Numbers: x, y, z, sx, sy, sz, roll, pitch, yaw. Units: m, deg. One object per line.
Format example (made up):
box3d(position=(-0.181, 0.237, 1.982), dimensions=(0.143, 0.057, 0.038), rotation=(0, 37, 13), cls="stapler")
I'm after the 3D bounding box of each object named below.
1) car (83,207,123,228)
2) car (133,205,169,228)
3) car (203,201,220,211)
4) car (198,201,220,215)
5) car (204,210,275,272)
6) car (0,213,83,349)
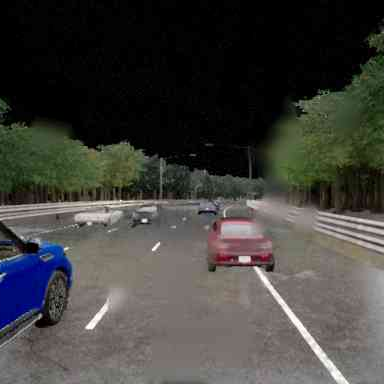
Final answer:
box3d(position=(-6.161, 1.637, 22.669), dimensions=(1.895, 1.301, 4.718), rotation=(0, 0, 3), cls="car")
box3d(position=(-2.685, 1.557, 22.105), dimensions=(1.812, 1.442, 4.674), rotation=(0, 0, 3), cls="car")
box3d(position=(2.749, 1.885, 45.733), dimensions=(1.994, 1.385, 4.181), rotation=(0, -1, 8), cls="car")
box3d(position=(1.783, 1.722, 35.948), dimensions=(1.994, 1.385, 4.181), rotation=(0, -1, 7), cls="car")
box3d(position=(1.399, 1.532, 10.696), dimensions=(1.812, 1.442, 4.674), rotation=(0, 0, 2), cls="car")
box3d(position=(-3.341, 1.224, 3.888), dimensions=(2.150, 2.045, 5.566), rotation=(0, 0, 1), cls="car")
